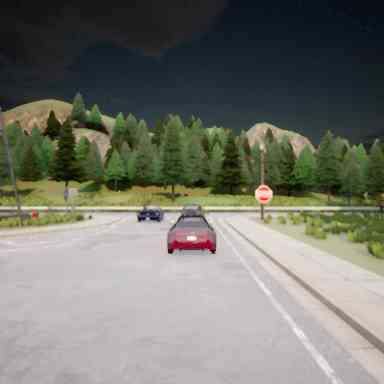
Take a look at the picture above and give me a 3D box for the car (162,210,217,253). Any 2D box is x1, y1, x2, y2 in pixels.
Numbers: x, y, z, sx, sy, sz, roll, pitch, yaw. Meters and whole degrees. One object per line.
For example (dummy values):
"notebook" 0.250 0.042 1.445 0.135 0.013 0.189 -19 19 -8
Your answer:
"car" -0.001 1.697 14.291 1.994 1.385 4.181 0 0 0

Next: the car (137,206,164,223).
"car" -3.514 1.864 28.634 1.895 1.301 4.718 0 -1 0

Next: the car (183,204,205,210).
"car" 0.135 1.796 29.340 1.812 1.442 4.674 0 0 6

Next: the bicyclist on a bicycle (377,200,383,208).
"bicyclist on a bicycle" 18.294 1.597 32.056 0.582 1.620 1.656 0 -1 1
